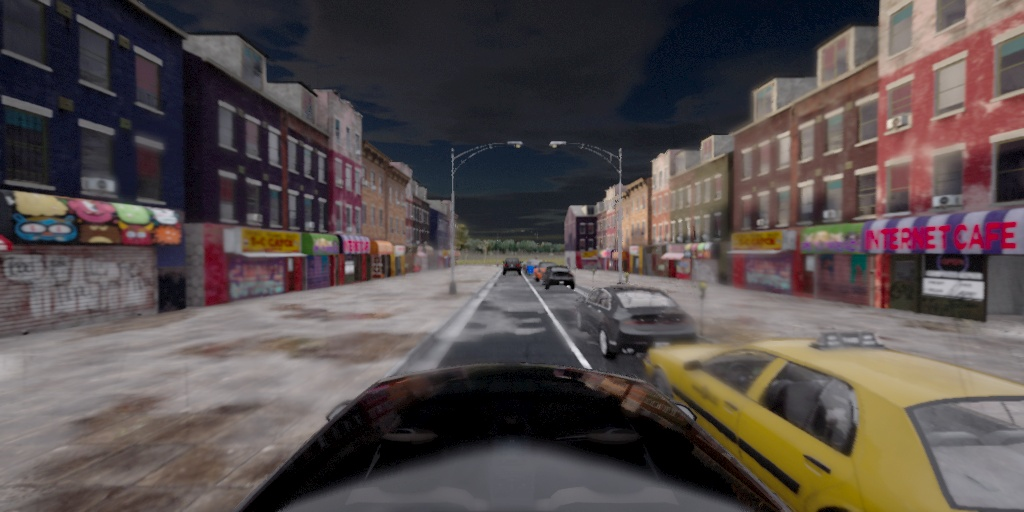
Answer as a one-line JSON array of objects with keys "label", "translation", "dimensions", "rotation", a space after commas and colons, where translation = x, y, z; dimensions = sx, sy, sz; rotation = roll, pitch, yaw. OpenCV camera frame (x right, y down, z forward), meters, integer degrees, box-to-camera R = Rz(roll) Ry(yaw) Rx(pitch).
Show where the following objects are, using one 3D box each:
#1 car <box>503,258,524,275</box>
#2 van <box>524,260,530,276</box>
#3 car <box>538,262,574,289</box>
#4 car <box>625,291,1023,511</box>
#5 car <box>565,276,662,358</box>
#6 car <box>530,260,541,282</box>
[{"label": "car", "translation": [0.027, 1.225, 44.544], "dimensions": [2.150, 2.045, 5.566], "rotation": [0, 0, 1]}, {"label": "van", "translation": [2.629, 1.324, 41.604], "dimensions": [1.690, 1.789, 3.998], "rotation": [0, 0, 0]}, {"label": "car", "translation": [3.016, 1.385, 24.150], "dimensions": [1.837, 1.490, 4.892], "rotation": [0, 0, 0]}, {"label": "car", "translation": [2.636, 1.282, 3.048], "dimensions": [1.751, 1.417, 4.829], "rotation": [0, 0, 0]}, {"label": "car", "translation": [2.635, 1.339, 8.410], "dimensions": [2.007, 1.370, 4.403], "rotation": [0, 0, 0]}, {"label": "car", "translation": [2.982, 1.274, 31.122], "dimensions": [2.097, 1.767, 4.553], "rotation": [0, 0, 0]}]
